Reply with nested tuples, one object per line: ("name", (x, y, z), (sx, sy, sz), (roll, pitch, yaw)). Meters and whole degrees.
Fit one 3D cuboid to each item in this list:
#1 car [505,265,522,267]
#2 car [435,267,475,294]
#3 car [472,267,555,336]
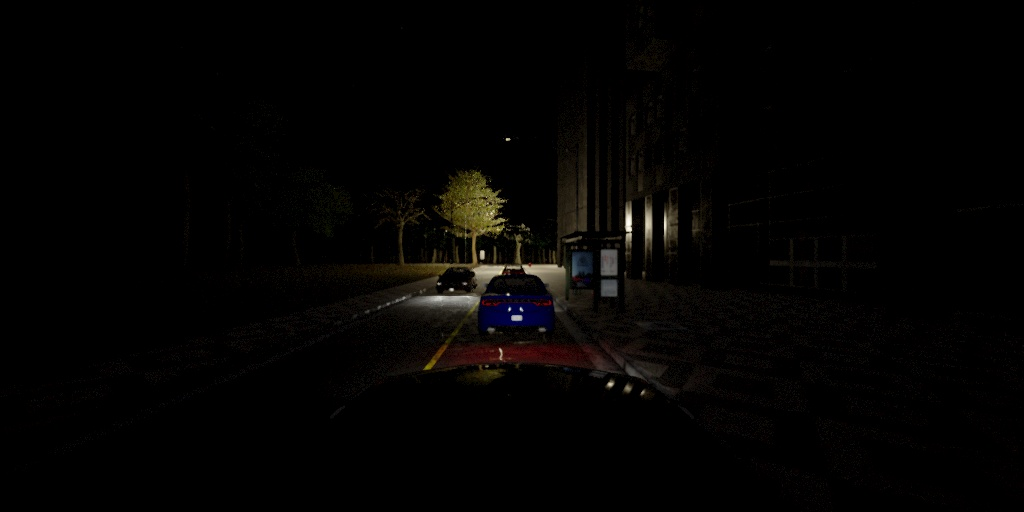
("car", (0.129, 1.416, 30.274), (1.895, 1.301, 4.718), (0, 0, 0))
("car", (-3.081, 1.337, 20.973), (2.033, 1.411, 5.357), (0, 0, 0))
("car", (0.109, 1.237, 10.490), (1.882, 1.535, 5.008), (0, 0, 0))
